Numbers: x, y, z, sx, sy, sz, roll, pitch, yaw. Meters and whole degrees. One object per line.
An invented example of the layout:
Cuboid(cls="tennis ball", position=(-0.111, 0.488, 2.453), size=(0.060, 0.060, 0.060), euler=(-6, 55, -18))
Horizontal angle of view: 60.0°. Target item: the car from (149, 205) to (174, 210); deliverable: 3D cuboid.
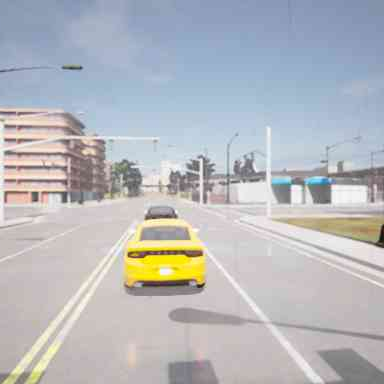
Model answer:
Cuboid(cls="car", position=(-1.796, 1.520, 19.423), size=(1.882, 1.535, 5.008), euler=(0, 0, -6))

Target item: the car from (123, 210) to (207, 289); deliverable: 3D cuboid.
Cuboid(cls="car", position=(-0.772, 1.498, 9.328), size=(1.882, 1.535, 5.008), euler=(0, 0, -5))
